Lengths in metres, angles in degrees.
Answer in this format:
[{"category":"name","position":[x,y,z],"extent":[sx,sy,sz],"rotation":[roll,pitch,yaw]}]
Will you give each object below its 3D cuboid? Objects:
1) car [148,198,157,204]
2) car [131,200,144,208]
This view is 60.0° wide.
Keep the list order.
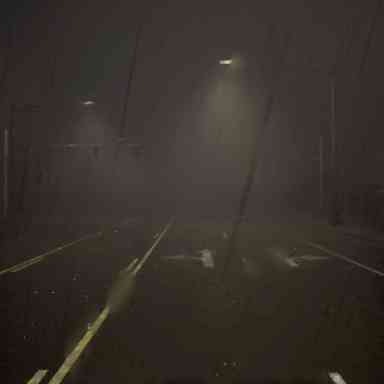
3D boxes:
[{"category":"car","position":[-10.469,2.244,87.415],"extent":[1.812,1.442,4.674],"rotation":[0,1,0]},{"category":"car","position":[-10.479,2.232,63.700],"extent":[1.812,1.442,4.674],"rotation":[0,0,0]}]
